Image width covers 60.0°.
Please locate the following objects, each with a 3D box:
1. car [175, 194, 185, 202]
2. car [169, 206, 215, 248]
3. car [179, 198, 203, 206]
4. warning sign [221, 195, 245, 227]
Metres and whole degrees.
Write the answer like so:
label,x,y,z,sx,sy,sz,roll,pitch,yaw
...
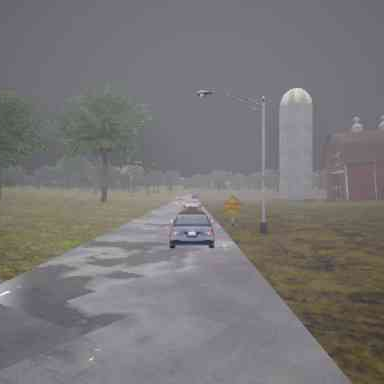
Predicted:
label,x,y,z,sx,sy,sz,roll,pitch,yaw
car,-2.749,1.359,76.752,2.097,1.767,4.553,0,0,0
car,0.001,1.566,14.675,2.033,1.411,5.357,0,0,0
car,0.001,1.549,29.678,1.812,1.442,4.674,0,0,0
warning sign,2.468,1.121,20.035,1.300,1.860,1.060,1,1,0
